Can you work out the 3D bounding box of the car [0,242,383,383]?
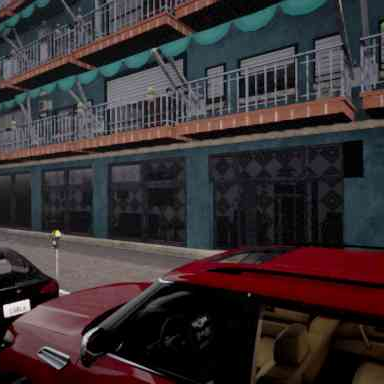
[{"bbox_3d":[0.618,1.315,2.296,5.009,1.841,2.192,0,-1,36],"label":"car"}]
